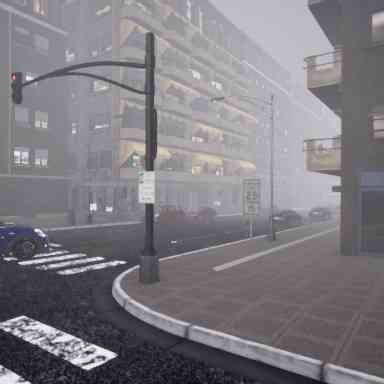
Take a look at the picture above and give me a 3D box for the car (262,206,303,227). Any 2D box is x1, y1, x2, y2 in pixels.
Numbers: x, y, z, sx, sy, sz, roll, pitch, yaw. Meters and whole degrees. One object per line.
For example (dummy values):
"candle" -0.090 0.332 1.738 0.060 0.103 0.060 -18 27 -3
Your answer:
"car" 7.740 2.095 27.409 1.947 1.339 4.313 -1 -2 35

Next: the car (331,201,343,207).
"car" 36.472 3.022 83.451 1.967 1.590 4.097 -1 -1 35

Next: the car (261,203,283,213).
"car" 10.616 2.326 46.135 1.887 1.381 4.507 -1 -1 35

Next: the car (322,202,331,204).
"car" 19.549 2.546 48.887 1.895 1.301 4.718 0 -1 35

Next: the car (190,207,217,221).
"car" 0.911 2.062 32.150 1.802 1.307 4.206 -1 -1 35

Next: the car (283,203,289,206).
"car" 13.755 2.404 50.658 1.752 1.417 4.829 -1 -1 35

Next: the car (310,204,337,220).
"car" 14.211 2.296 36.733 1.947 1.339 4.313 -1 -2 35

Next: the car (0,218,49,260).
"car" -7.466 1.412 11.563 4.553 1.767 2.097 3 -2 -34

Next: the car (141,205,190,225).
"car" -2.324 1.820 27.492 1.967 1.590 4.097 -1 -1 35

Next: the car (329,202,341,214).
"car" 20.779 2.458 46.197 1.752 1.417 4.829 -1 -2 35
